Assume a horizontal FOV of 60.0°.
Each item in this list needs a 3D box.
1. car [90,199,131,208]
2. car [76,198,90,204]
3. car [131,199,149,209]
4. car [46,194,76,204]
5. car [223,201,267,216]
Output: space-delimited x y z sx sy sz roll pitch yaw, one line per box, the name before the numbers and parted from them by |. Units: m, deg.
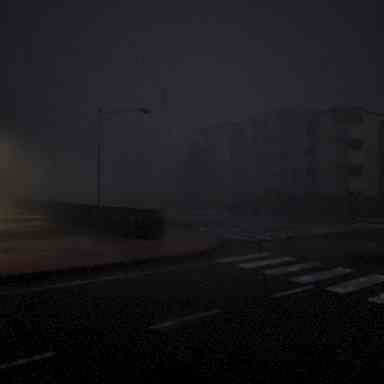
car | -8.638 1.560 34.950 1.882 1.535 5.008 0 0 -36
car | -17.938 1.654 53.235 1.812 1.442 4.674 1 0 -45
car | -6.738 1.596 38.306 2.128 1.511 4.902 0 0 -36
car | -20.392 1.339 50.742 2.150 2.045 5.566 1 0 -45
car | 5.424 1.671 34.569 2.128 1.511 4.902 2 -1 -42
